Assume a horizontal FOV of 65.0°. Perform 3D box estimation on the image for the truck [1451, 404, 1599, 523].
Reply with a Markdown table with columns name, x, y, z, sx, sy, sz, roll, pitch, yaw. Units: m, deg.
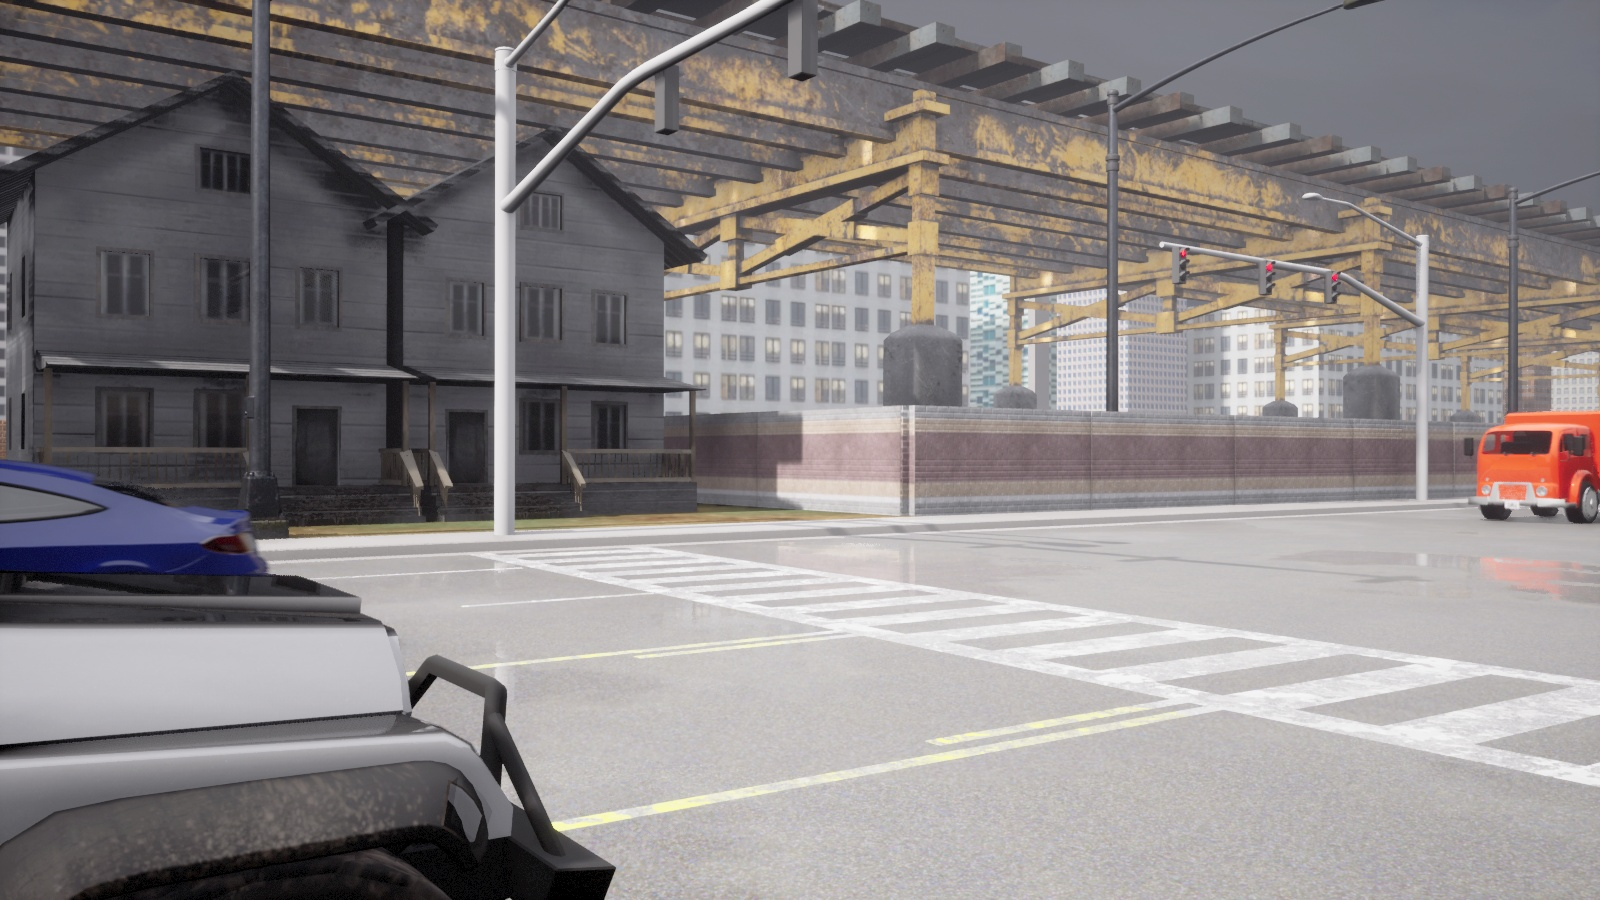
| name | x | y | z | sx | sy | sz | roll | pitch | yaw |
| --- | --- | --- | --- | --- | --- | --- | --- | --- | --- |
| truck | 17.515 | 0.291 | 28.636 | 5.204 | 2.467 | 2.627 | 0 | 0 | -35 |

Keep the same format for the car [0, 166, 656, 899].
| name | x | y | z | sx | sy | sz | roll | pitch | yaw |
| --- | --- | --- | --- | --- | --- | --- | --- | --- | --- |
| car | -2.398 | 0.551 | 1.999 | 3.866 | 1.878 | 1.905 | 0 | 0 | -34 |

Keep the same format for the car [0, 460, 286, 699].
| name | x | y | z | sx | sy | sz | roll | pitch | yaw |
| --- | --- | --- | --- | --- | --- | --- | --- | --- | --- |
| car | -5.965 | 0.803 | 8.035 | 4.674 | 1.442 | 1.812 | 0 | 0 | -35 |
